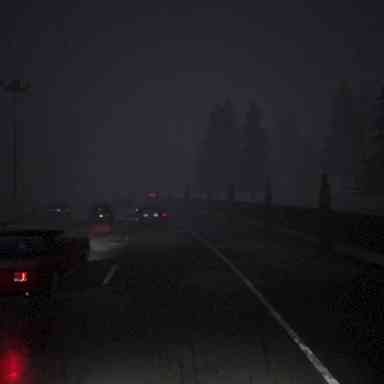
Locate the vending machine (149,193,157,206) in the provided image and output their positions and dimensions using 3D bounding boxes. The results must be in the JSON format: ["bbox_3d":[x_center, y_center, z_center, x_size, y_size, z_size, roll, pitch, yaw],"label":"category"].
[{"bbox_3d":[-6.392,1.175,55.009,1.100,2.100,0.880,0,0,-29],"label":"vending machine"}]

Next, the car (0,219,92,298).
[{"bbox_3d":[-3.950,1.605,8.388,1.895,1.301,4.718,0,0,-5],"label":"car"}]

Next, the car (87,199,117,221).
[{"bbox_3d":[-7.318,1.505,26.816,1.837,1.490,4.892,0,0,-15],"label":"car"}]

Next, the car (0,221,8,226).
[{"bbox_3d":[-7.898,1.537,11.991,1.812,1.442,4.674,0,0,-7],"label":"car"}]

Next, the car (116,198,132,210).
[{"bbox_3d":[-8.915,1.472,41.921,1.882,1.535,5.008,0,0,-23],"label":"car"}]

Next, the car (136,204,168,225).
[{"bbox_3d":[-2.932,1.538,23.976,2.033,1.411,5.357,0,0,-13],"label":"car"}]

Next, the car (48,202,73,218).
[{"bbox_3d":[-11.810,1.557,29.912,2.033,1.411,5.357,0,0,-18],"label":"car"}]
